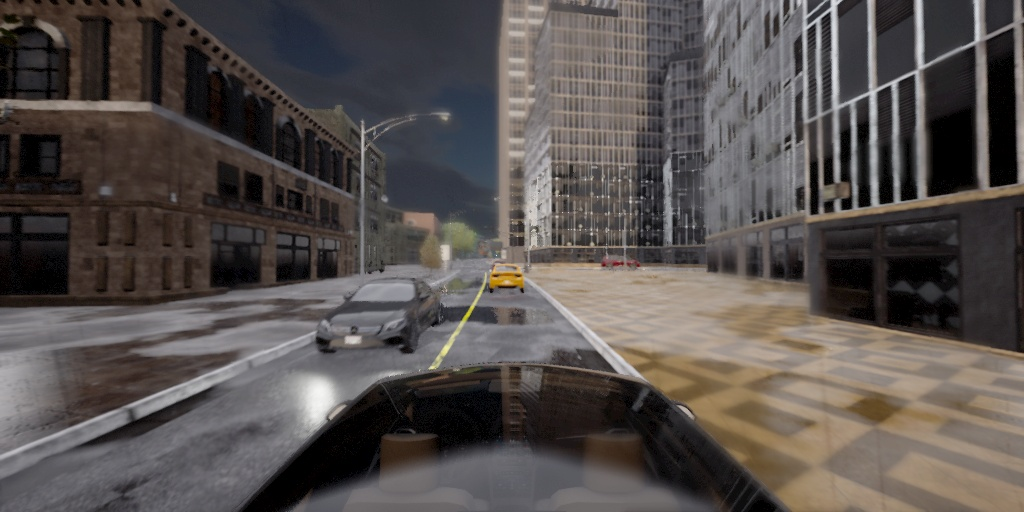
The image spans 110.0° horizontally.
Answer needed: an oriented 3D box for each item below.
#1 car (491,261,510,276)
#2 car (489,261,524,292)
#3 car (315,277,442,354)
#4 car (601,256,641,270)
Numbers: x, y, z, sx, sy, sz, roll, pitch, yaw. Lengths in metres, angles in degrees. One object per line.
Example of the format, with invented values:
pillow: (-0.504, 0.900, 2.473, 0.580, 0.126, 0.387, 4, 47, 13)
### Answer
car: (-1.270, 1.244, 37.590, 1.812, 1.442, 4.674, 0, 0, -4)
car: (-0.342, 1.210, 21.164, 1.882, 1.535, 5.008, 0, 0, -2)
car: (-2.928, 1.272, 8.875, 1.812, 1.442, 4.674, 0, 0, -1)
car: (14.316, 0.880, 47.411, 5.009, 1.841, 2.192, 0, 0, 16)
